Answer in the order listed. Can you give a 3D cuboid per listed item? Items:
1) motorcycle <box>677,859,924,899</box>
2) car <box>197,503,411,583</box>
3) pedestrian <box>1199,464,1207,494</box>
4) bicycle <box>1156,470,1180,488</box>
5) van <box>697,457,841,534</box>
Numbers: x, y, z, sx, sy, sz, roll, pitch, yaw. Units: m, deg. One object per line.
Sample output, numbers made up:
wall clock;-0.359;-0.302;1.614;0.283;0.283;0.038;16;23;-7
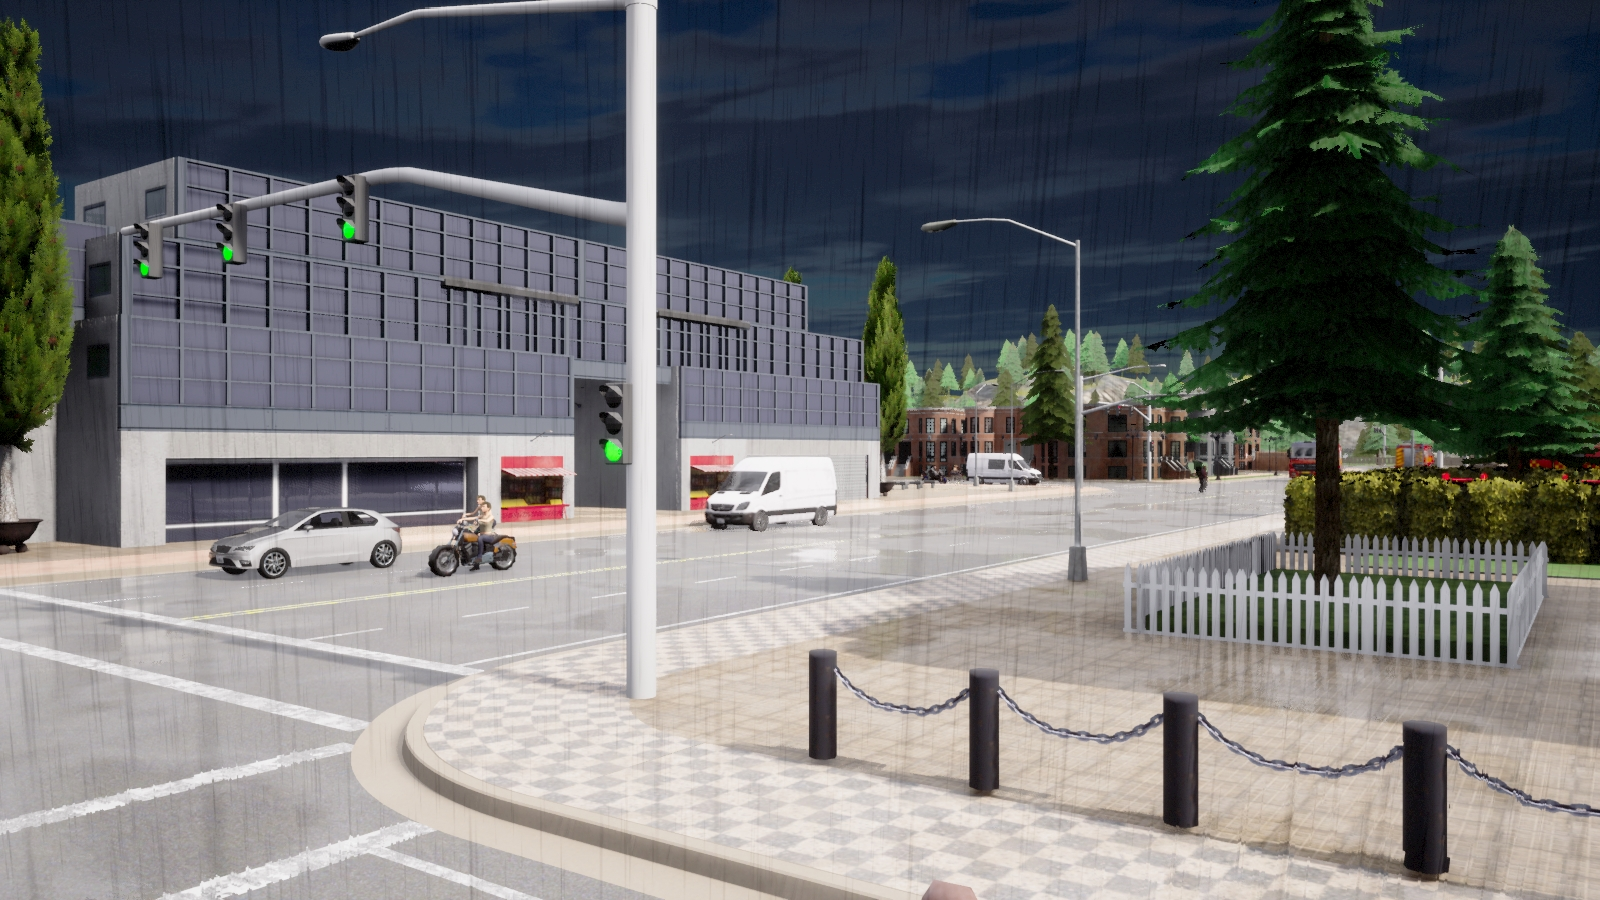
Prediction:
motorcycle;0.509;2.205;3.428;2.209;1.251;0.867;0;0;35
car;-11.323;2.066;26.349;1.816;1.474;4.193;0;0;35
pedestrian;25.668;1.848;72.758;0.375;1.860;0.375;0;0;31
bicycle;27.615;2.158;85.796;0.859;1.276;1.487;-3;2;-37
van;-0.996;1.535;41.003;1.988;2.561;5.915;0;0;35
